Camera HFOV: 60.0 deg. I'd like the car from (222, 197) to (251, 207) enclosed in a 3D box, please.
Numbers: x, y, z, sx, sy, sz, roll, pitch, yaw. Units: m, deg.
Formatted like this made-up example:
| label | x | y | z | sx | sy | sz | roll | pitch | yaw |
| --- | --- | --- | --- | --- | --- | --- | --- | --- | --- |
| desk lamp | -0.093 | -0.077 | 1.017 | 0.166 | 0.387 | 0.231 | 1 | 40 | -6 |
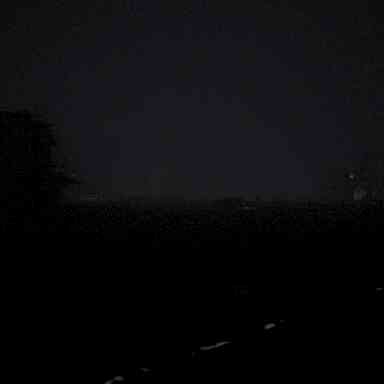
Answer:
| label | x | y | z | sx | sy | sz | roll | pitch | yaw |
| --- | --- | --- | --- | --- | --- | --- | --- | --- | --- |
| car | 6.575 | 1.458 | 49.545 | 1.837 | 1.490 | 4.892 | -1 | 1 | -37 |
